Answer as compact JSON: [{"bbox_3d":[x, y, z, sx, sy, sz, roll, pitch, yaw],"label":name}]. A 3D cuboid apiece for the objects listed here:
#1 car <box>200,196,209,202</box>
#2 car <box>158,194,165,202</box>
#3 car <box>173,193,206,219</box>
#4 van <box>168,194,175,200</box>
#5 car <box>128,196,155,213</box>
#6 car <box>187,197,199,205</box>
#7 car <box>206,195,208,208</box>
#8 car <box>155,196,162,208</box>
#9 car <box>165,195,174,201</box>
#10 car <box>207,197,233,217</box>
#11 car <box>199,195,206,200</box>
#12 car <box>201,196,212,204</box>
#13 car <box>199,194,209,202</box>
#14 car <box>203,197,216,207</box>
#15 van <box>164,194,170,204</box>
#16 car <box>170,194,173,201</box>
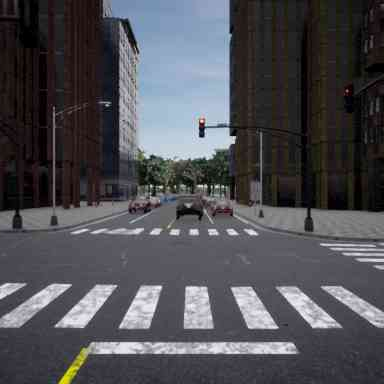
[{"bbox_3d":[2.786,1.548,75.345,1.752,1.417,4.829,0,0,0],"label":"car"},{"bbox_3d":[-5.746,1.537,53.258,1.752,1.417,4.829,0,0,0],"label":"car"},{"bbox_3d":[-0.109,1.227,29.161,2.150,2.045,5.566,0,0,3],"label":"car"},{"bbox_3d":[-5.735,1.376,91.491,1.690,1.788,3.998,0,0,0],"label":"van"},{"bbox_3d":[-5.752,1.321,37.115,2.192,1.841,5.009,0,0,0],"label":"car"},{"bbox_3d":[0.115,1.562,59.747,2.033,1.411,5.357,0,0,0],"label":"car"},{"bbox_3d":[2.777,1.560,47.987,2.008,1.369,4.403,0,0,0],"label":"car"},{"bbox_3d":[-5.748,1.591,47.990,1.802,1.307,4.206,0,0,0],"label":"car"},{"bbox_3d":[-5.736,1.597,86.053,1.947,1.339,4.313,0,0,0],"label":"car"},{"bbox_3d":[2.772,1.444,31.675,1.967,1.590,4.097,0,0,0],"label":"car"},{"bbox_3d":[2.790,1.560,91.658,1.752,1.417,4.829,0,0,0],"label":"car"},{"bbox_3d":[2.782,1.542,64.470,1.752,1.417,4.829,0,0,0],"label":"car"},{"bbox_3d":[2.787,1.342,80.613,2.192,1.841,5.009,0,0,0],"label":"car"},{"bbox_3d":[2.779,1.556,53.425,1.887,1.381,4.507,0,0,0],"label":"car"},{"bbox_3d":[-5.743,1.358,64.303,1.690,1.788,3.998,0,0,0],"label":"van"},{"bbox_3d":[-5.741,1.571,69.740,2.008,1.369,4.403,0,0,0],"label":"car"}]
